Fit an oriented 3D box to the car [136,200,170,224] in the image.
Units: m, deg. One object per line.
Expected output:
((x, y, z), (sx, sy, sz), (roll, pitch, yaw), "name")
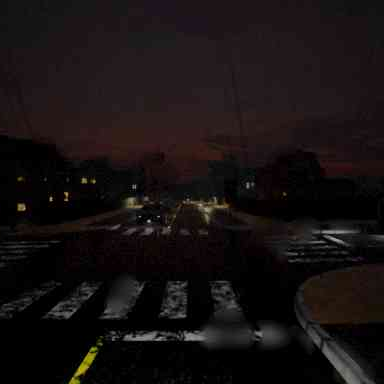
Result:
((-2.989, 1.580, 25.081), (2.033, 1.411, 5.357), (0, 0, -2), "car")

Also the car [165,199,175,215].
((-3.162, 1.627, 35.016), (1.994, 1.385, 4.181), (0, 0, -1), "car")

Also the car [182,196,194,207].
((-0.673, 1.789, 56.902), (1.895, 1.301, 4.718), (0, 0, -1), "car")

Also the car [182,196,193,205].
((-0.854, 1.623, 66.871), (2.097, 1.767, 4.553), (0, 0, -2), "car")
